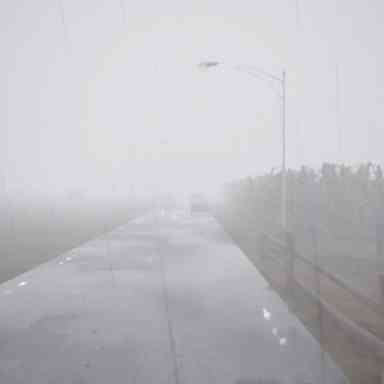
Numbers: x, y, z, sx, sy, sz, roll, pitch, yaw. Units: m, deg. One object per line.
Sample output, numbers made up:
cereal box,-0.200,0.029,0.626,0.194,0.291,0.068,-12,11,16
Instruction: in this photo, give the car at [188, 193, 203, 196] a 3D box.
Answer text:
car,0.806,1.125,50.077,2.150,2.045,5.566,0,0,0

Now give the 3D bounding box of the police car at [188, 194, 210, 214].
police car,0.814,1.375,34.158,1.930,1.638,5.238,0,0,0

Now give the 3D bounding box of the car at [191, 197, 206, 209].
car,0.810,1.427,44.048,1.837,1.490,4.892,0,0,0

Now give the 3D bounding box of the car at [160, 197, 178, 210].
car,-2.850,1.434,42.130,1.837,1.490,4.892,0,0,0

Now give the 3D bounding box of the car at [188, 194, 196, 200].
car,-0.027,1.211,85.848,2.128,1.511,4.902,0,0,0
